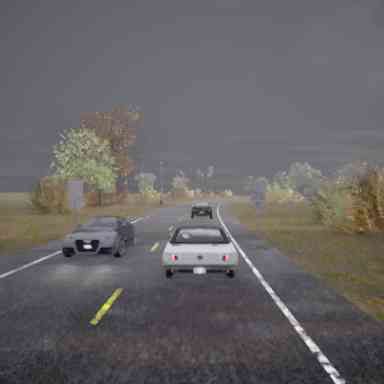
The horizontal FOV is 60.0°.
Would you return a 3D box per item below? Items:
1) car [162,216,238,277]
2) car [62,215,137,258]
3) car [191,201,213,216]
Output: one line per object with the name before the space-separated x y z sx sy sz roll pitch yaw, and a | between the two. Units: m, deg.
car | 0.229 1.652 10.394 1.895 1.301 4.718 0 0 1
car | -3.421 1.627 12.982 1.994 1.385 4.181 0 0 1
car | 0.965 1.624 31.395 1.882 1.535 5.008 0 0 3
